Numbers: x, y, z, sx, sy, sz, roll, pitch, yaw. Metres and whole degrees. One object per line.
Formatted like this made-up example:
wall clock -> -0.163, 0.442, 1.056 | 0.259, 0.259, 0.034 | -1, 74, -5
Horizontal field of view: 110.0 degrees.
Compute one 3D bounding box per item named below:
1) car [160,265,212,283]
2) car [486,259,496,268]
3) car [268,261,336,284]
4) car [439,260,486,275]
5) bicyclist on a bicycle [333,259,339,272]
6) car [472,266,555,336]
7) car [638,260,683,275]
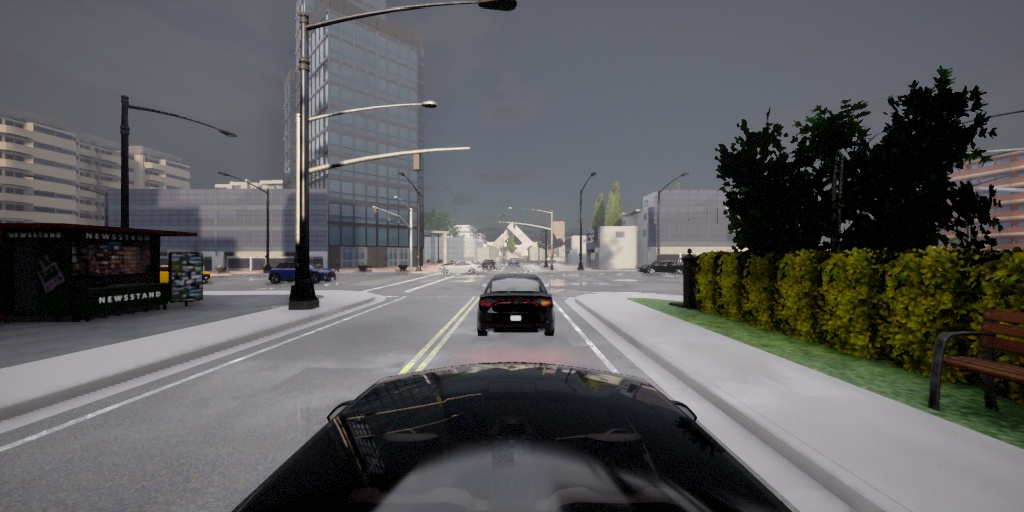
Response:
car -> -26.398, 1.457, 27.999 | 5.008, 1.535, 1.882 | -1, 0, 0
car -> -3.380, 1.233, 54.215 | 1.882, 1.535, 5.008 | 0, 0, 0
car -> -16.286, 1.212, 28.036 | 4.553, 1.767, 2.097 | -1, 0, 0
car -> -5.520, 1.309, 38.775 | 4.674, 1.442, 1.812 | 0, 0, 0
bicyclist on a bicycle -> -21.822, 1.220, 44.492 | 0.582, 1.620, 1.656 | -1, 0, 0
car -> 0.110, 1.229, 10.433 | 1.882, 1.535, 5.008 | 0, 0, 1
car -> 16.229, 1.232, 38.862 | 4.892, 1.490, 1.837 | 0, 0, 0
